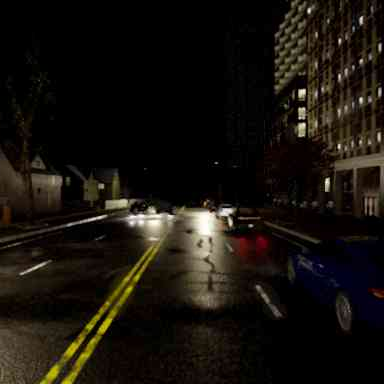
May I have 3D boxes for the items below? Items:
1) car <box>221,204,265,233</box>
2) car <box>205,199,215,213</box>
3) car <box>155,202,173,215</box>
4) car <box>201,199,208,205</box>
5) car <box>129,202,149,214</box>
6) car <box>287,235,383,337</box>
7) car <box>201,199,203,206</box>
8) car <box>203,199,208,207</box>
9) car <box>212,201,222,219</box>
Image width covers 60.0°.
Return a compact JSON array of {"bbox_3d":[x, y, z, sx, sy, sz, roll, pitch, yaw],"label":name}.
[{"bbox_3d":[3.345,1.729,21.304,2.128,1.511,4.902,0,-1,0],"label":"car"},{"bbox_3d":[3.240,2.043,43.803,2.033,1.411,5.357,0,-1,0],"label":"car"},{"bbox_3d":[-3.344,1.983,40.552,1.812,1.442,4.674,0,-1,0],"label":"car"},{"bbox_3d":[3.231,2.578,87.815,1.812,1.442,4.674,0,-1,0],"label":"car"},{"bbox_3d":[-6.595,1.963,41.692,2.128,1.511,4.902,0,-1,0],"label":"car"},{"bbox_3d":[3.348,1.599,6.675,1.812,1.442,4.674,0,-1,0],"label":"car"},{"bbox_3d":[3.236,2.226,66.000,1.801,1.575,5.366,0,-1,0],"label":"car"},{"bbox_3d":[3.238,2.133,54.806,1.837,1.490,4.892,0,-1,0],"label":"car"},{"bbox_3d":[3.243,1.893,32.800,1.812,1.442,4.674,0,-1,0],"label":"car"}]
